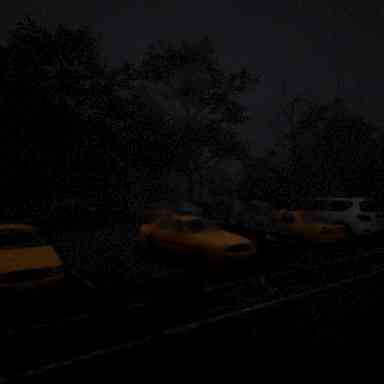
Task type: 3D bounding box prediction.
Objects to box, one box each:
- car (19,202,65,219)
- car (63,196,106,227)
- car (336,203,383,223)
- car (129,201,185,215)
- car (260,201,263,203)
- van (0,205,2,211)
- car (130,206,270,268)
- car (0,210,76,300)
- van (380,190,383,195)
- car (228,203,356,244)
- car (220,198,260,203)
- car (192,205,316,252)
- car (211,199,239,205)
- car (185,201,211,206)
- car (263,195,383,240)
[{"bbox_3d":[-9.909,1.525,21.020,2.163,1.488,4.792,0,0,-35],"label":"car"},{"bbox_3d":[-7.679,1.252,22.663,2.435,2.045,5.566,0,0,-35],"label":"car"},{"bbox_3d":[14.153,1.658,27.179,4.718,1.301,1.895,-1,1,-30],"label":"car"},{"bbox_3d":[-3.031,1.517,25.682,1.946,1.575,5.366,0,0,-35],"label":"car"},{"bbox_3d":[5.817,1.553,32.148,2.097,1.535,5.008,0,0,-35],"label":"car"},{"bbox_3d":[-12.357,1.263,19.469,1.878,1.987,4.442,0,0,-35],"label":"van"},{"bbox_3d":[-0.039,1.504,11.784,1.946,1.575,5.366,0,0,-35],"label":"car"},{"bbox_3d":[-4.674,1.490,8.513,1.946,1.575,5.366,0,0,-35],"label":"car"},{"bbox_3d":[27.868,0.626,47.887,1.878,1.987,4.442,0,1,-35],"label":"van"},{"bbox_3d":[4.283,1.521,15.289,1.946,1.575,5.366,0,0,-35],"label":"car"},{"bbox_3d":[3.532,1.420,30.580,2.185,1.767,4.553,0,0,-35],"label":"car"},{"bbox_3d":[2.118,1.517,13.541,2.231,1.521,4.892,0,0,-35],"label":"car"},{"bbox_3d":[1.406,1.567,29.005,2.163,1.488,4.792,0,0,-35],"label":"car"},{"bbox_3d":[-0.873,1.569,27.429,2.002,1.452,4.674,0,0,-35],"label":"car"},{"bbox_3d":[6.642,1.281,16.762,2.435,2.045,5.566,0,0,-35],"label":"car"}]
